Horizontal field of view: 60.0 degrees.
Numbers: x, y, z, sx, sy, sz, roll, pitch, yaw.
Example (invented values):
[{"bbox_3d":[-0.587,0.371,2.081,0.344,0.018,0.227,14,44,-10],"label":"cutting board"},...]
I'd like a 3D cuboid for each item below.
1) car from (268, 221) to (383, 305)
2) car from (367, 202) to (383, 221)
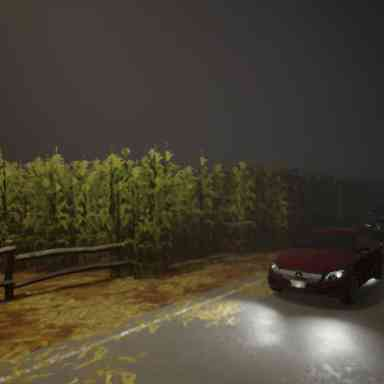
[{"bbox_3d":[3.742,1.703,8.808,1.812,1.442,4.674,-2,-2,40],"label":"car"},{"bbox_3d":[10.145,1.499,16.328,2.150,2.045,5.566,-2,-2,40],"label":"car"}]
